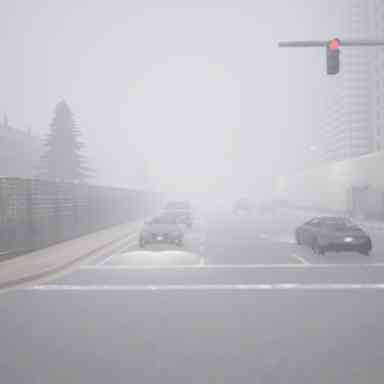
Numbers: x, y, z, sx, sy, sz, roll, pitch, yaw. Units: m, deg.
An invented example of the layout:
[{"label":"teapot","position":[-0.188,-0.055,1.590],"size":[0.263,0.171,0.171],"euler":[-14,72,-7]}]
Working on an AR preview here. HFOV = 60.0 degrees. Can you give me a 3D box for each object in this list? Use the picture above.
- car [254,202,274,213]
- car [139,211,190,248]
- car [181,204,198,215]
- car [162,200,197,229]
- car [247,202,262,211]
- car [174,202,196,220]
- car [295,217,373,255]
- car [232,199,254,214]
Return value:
[{"label":"car","position":[10.428,2.181,47.331],"size":[2.128,1.511,4.902],"euler":[-1,-1,2]},{"label":"car","position":[-1.323,1.862,16.404],"size":[1.994,1.385,4.181],"euler":[-1,-1,2]},{"label":"car","position":[-0.285,2.375,45.653],"size":[1.994,1.385,4.181],"euler":[-1,-1,3]},{"label":"car","position":[-1.007,1.686,25.865],"size":[2.150,2.045,5.566],"euler":[-1,-1,2]},{"label":"car","position":[10.775,2.433,57.562],"size":[1.994,1.385,4.181],"euler":[-1,-1,2]},{"label":"car","position":[-0.666,1.987,35.627],"size":[2.097,1.767,4.553],"euler":[-1,-1,2]},{"label":"car","position":[5.736,1.718,13.983],"size":[1.994,1.385,4.181],"euler":[-1,-1,3]},{"label":"car","position":[6.845,1.943,46.260],"size":[2.150,2.045,5.566],"euler":[-1,-1,4]}]
